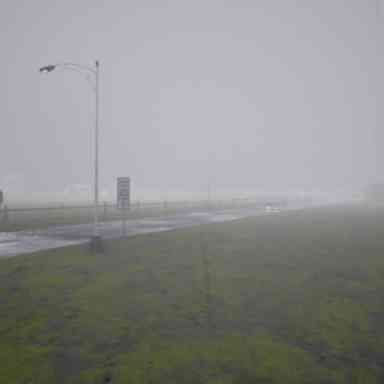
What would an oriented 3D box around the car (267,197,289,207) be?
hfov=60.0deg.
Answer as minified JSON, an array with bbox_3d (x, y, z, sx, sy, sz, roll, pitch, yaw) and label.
[{"bbox_3d":[13.159,1.496,50.545,2.033,1.411,5.357,1,0,33],"label":"car"}]
